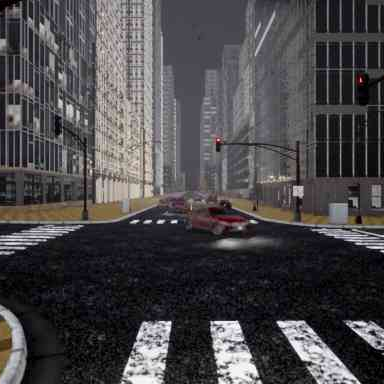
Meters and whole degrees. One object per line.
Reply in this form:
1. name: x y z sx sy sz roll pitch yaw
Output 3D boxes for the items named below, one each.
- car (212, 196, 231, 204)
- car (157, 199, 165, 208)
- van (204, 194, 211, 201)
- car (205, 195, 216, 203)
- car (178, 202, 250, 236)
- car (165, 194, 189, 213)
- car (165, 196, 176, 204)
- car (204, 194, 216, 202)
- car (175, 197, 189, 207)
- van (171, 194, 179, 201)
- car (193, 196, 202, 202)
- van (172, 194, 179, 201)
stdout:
1. car: 3.941 1.579 41.786 1.947 1.339 4.313 0 0 0
2. car: -4.010 1.592 47.281 1.802 1.307 4.206 0 0 0
3. van: 3.742 1.321 80.478 1.690 1.788 3.998 0 0 0
4. car: 3.785 1.432 69.423 1.967 1.590 4.097 0 0 0
5. car: 1.264 1.549 18.790 1.812 1.442 4.674 -1 0 -30
6. car: -1.503 1.367 36.879 2.097 1.767 4.553 0 0 0
7. car: -4.073 1.563 63.864 1.947 1.339 4.313 0 0 0
8. car: 3.807 1.313 63.894 2.192 1.841 5.009 0 0 0
9. car: -1.559 1.554 52.878 2.033 1.411 5.357 0 0 0
10. van: -4.138 1.321 80.447 1.690 1.788 3.998 0 0 0
11. car: 1.218 1.529 72.899 2.033 1.411 5.357 0 0 0
12. van: -4.159 1.315 85.975 1.690 1.788 3.998 0 0 0
